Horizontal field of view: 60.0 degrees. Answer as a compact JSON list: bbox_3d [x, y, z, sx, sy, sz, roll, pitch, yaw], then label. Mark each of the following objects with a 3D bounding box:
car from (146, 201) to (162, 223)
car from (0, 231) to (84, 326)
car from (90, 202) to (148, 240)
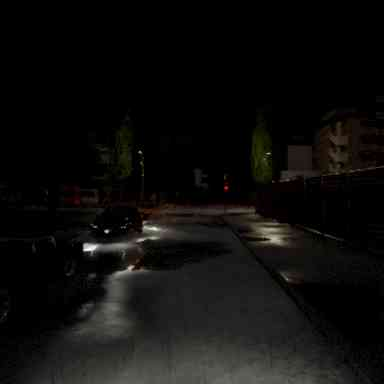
[{"bbox_3d":[-3.457,1.497,26.104,1.882,1.535,5.008,1,0,1],"label":"car"},{"bbox_3d":[-3.984,1.567,7.053,1.895,1.301,4.718,1,0,1],"label":"car"},{"bbox_3d":[-3.746,1.509,17.255,1.837,1.490,4.892,1,0,1],"label":"car"}]
